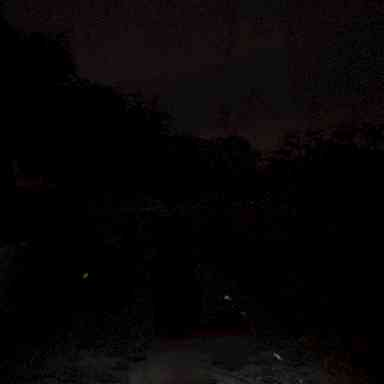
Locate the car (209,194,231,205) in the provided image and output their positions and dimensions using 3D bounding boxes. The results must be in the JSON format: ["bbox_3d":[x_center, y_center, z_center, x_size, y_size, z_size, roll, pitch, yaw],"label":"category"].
[{"bbox_3d":[4.094,0.979,45.688,1.970,1.475,3.806,-2,-2,18],"label":"car"}]

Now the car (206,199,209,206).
[{"bbox_3d":[3.742,1.545,53.822,1.994,1.385,4.181,-3,-4,24],"label":"car"}]

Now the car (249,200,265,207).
[{"bbox_3d":[13.889,2.509,70.722,1.837,1.490,4.892,-4,-5,35],"label":"car"}]

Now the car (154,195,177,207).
[{"bbox_3d":[-3.305,1.107,42.031,2.128,1.511,4.902,-2,-2,14],"label":"car"}]
